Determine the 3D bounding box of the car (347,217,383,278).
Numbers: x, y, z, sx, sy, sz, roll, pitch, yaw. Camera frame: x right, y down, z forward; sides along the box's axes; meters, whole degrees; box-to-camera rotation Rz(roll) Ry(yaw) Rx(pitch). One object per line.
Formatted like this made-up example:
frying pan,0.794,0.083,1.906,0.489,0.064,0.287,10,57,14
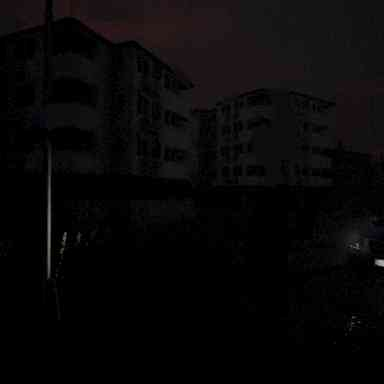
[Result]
car,6.678,1.321,9.338,5.566,2.045,2.150,1,0,-35
